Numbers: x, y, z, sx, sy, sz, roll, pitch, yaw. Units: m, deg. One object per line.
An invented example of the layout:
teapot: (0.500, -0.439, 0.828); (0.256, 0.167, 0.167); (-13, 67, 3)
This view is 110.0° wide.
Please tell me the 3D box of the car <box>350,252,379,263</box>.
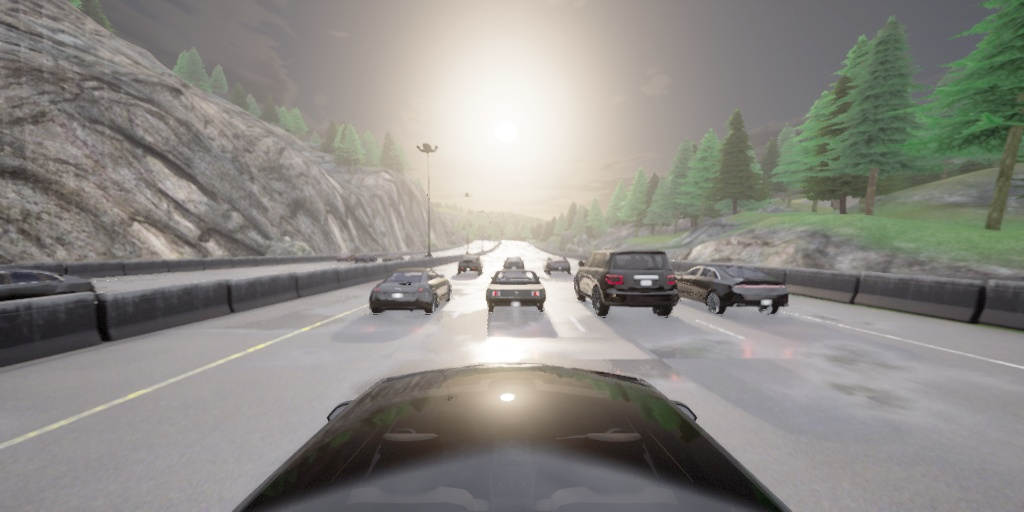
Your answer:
car: (-20.959, 0.380, 51.555); (1.895, 1.301, 4.718); (0, 1, 1)

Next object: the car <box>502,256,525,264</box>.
car: (0.157, 0.716, 30.661); (1.812, 1.442, 4.674); (0, 1, 0)

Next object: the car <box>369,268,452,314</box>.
car: (-3.380, 1.102, 12.615); (1.994, 1.385, 4.181); (0, 1, 0)

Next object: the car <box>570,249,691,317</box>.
car: (3.621, 0.767, 12.333); (2.150, 2.045, 5.566); (0, 1, 0)

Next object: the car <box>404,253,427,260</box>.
car: (-13.950, 0.287, 53.696); (2.033, 1.411, 5.357); (0, 1, 1)

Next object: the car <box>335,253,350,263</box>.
car: (-24.447, 0.218, 53.499); (1.882, 1.535, 5.008); (0, 1, 1)

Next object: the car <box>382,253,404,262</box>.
car: (-17.452, 0.297, 53.137); (2.033, 1.411, 5.357); (0, 1, 1)

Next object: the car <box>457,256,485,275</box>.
car: (-3.345, 0.711, 29.752); (1.837, 1.490, 4.892); (0, 1, 0)

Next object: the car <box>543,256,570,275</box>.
car: (3.655, 0.702, 29.641); (2.128, 1.511, 4.902); (0, 1, 0)

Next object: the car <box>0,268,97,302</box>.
car: (-14.085, 1.091, 9.253); (2.128, 1.511, 4.902); (0, 1, 0)

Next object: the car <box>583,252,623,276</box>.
car: (7.153, 0.582, 28.744); (2.097, 1.767, 4.553); (0, 1, 0)

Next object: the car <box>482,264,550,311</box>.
car: (0.123, 1.130, 13.123); (1.895, 1.301, 4.718); (0, 1, 0)

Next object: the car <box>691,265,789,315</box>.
car: (7.120, 1.036, 12.439); (2.128, 1.511, 4.902); (0, 1, 0)
